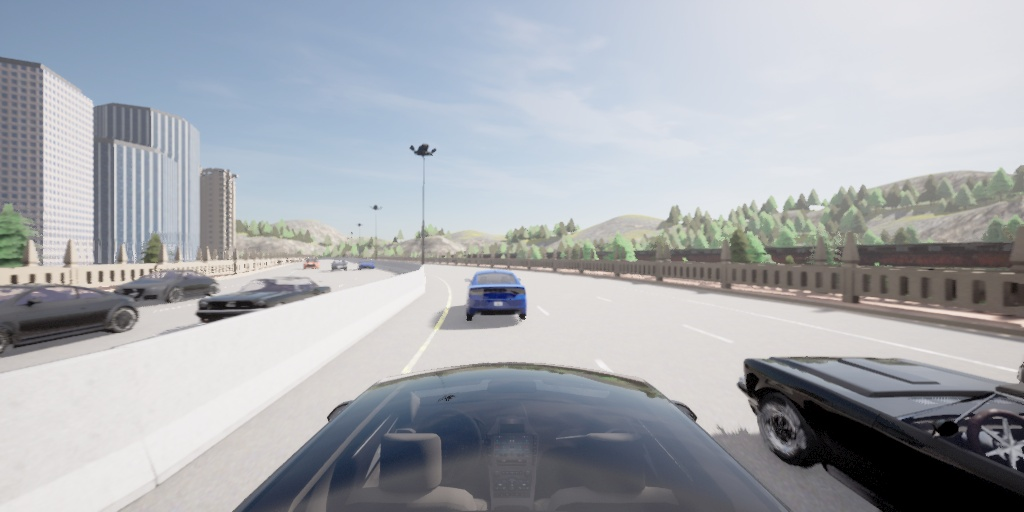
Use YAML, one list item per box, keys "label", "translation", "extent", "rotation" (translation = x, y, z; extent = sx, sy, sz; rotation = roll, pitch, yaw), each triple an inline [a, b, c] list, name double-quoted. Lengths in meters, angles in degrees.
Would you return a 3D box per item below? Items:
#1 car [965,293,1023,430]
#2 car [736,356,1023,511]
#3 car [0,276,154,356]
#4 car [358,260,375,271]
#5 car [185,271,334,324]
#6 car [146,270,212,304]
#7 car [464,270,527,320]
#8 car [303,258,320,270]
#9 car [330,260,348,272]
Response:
- label: "car"
  translation: [6.918, 1.229, 2.183]
  extent: [2.128, 1.511, 4.902]
  rotation: [0, 0, 0]
- label: "car"
  translation: [3.480, 1.345, 1.936]
  extent: [1.895, 1.301, 4.718]
  rotation: [0, 0, 0]
- label: "car"
  translation: [-10.944, 1.331, 7.888]
  extent: [1.994, 1.385, 4.181]
  rotation: [0, 0, -4]
- label: "car"
  translation: [-20.694, 1.244, 50.896]
  extent: [1.882, 1.535, 5.008]
  rotation: [0, 0, -27]
- label: "car"
  translation: [-7.741, 1.361, 11.750]
  extent: [1.895, 1.301, 4.718]
  rotation: [0, 0, -6]
- label: "car"
  translation: [-15.458, 1.336, 16.276]
  extent: [1.994, 1.385, 4.181]
  rotation: [0, 0, -10]
- label: "car"
  translation: [-0.659, 1.224, 12.779]
  extent: [1.882, 1.535, 5.008]
  rotation: [0, 0, -6]
- label: "car"
  translation: [-30.460, 1.134, 54.547]
  extent: [2.097, 1.767, 4.553]
  rotation: [0, 0, -27]
- label: "car"
  translation: [-22.813, 1.263, 47.359]
  extent: [2.128, 1.511, 4.902]
  rotation: [0, 0, -27]
